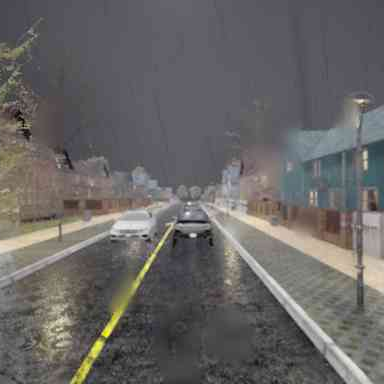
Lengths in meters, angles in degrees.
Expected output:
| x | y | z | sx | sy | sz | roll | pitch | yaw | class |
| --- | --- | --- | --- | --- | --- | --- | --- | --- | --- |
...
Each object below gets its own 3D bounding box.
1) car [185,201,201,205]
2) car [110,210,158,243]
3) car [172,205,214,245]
| x | y | z | sx | sy | sz | roll | pitch | yaw | class |
| --- | --- | --- | --- | --- | --- | --- | --- | --- | --- |
| -0.014 | 1.761 | 36.205 | 2.128 | 1.511 | 4.902 | 0 | -1 | 0 | car |
| -2.799 | 1.646 | 16.871 | 1.812 | 1.442 | 4.674 | 0 | 0 | 0 | car |
| 0.037 | 1.598 | 16.246 | 2.128 | 1.511 | 4.902 | 0 | 0 | 0 | car |
